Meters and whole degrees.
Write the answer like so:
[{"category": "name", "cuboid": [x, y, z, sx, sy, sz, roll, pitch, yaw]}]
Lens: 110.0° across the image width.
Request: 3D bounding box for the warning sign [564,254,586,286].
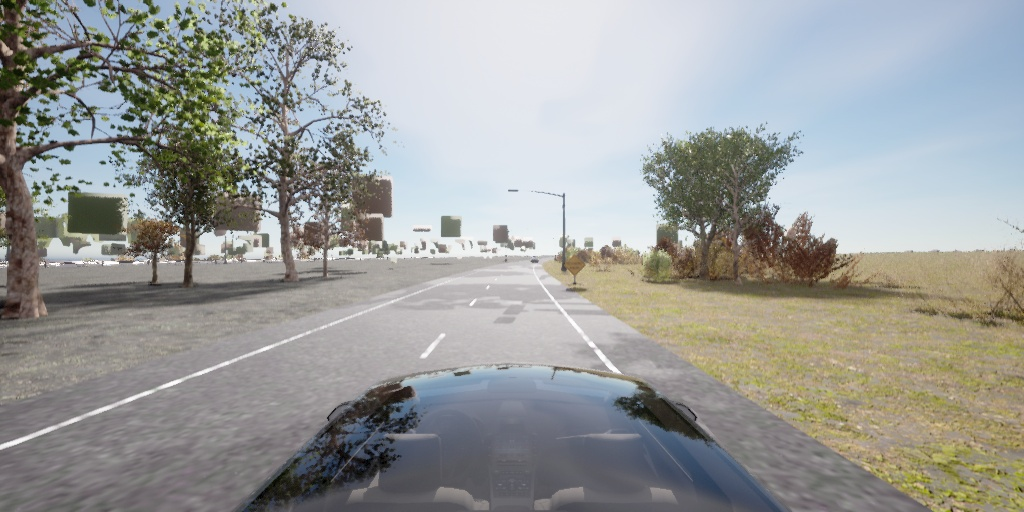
[{"category": "warning sign", "cuboid": [3.770, 0.841, 21.516, 1.300, 1.860, 1.060, 0, 0, 1]}]
